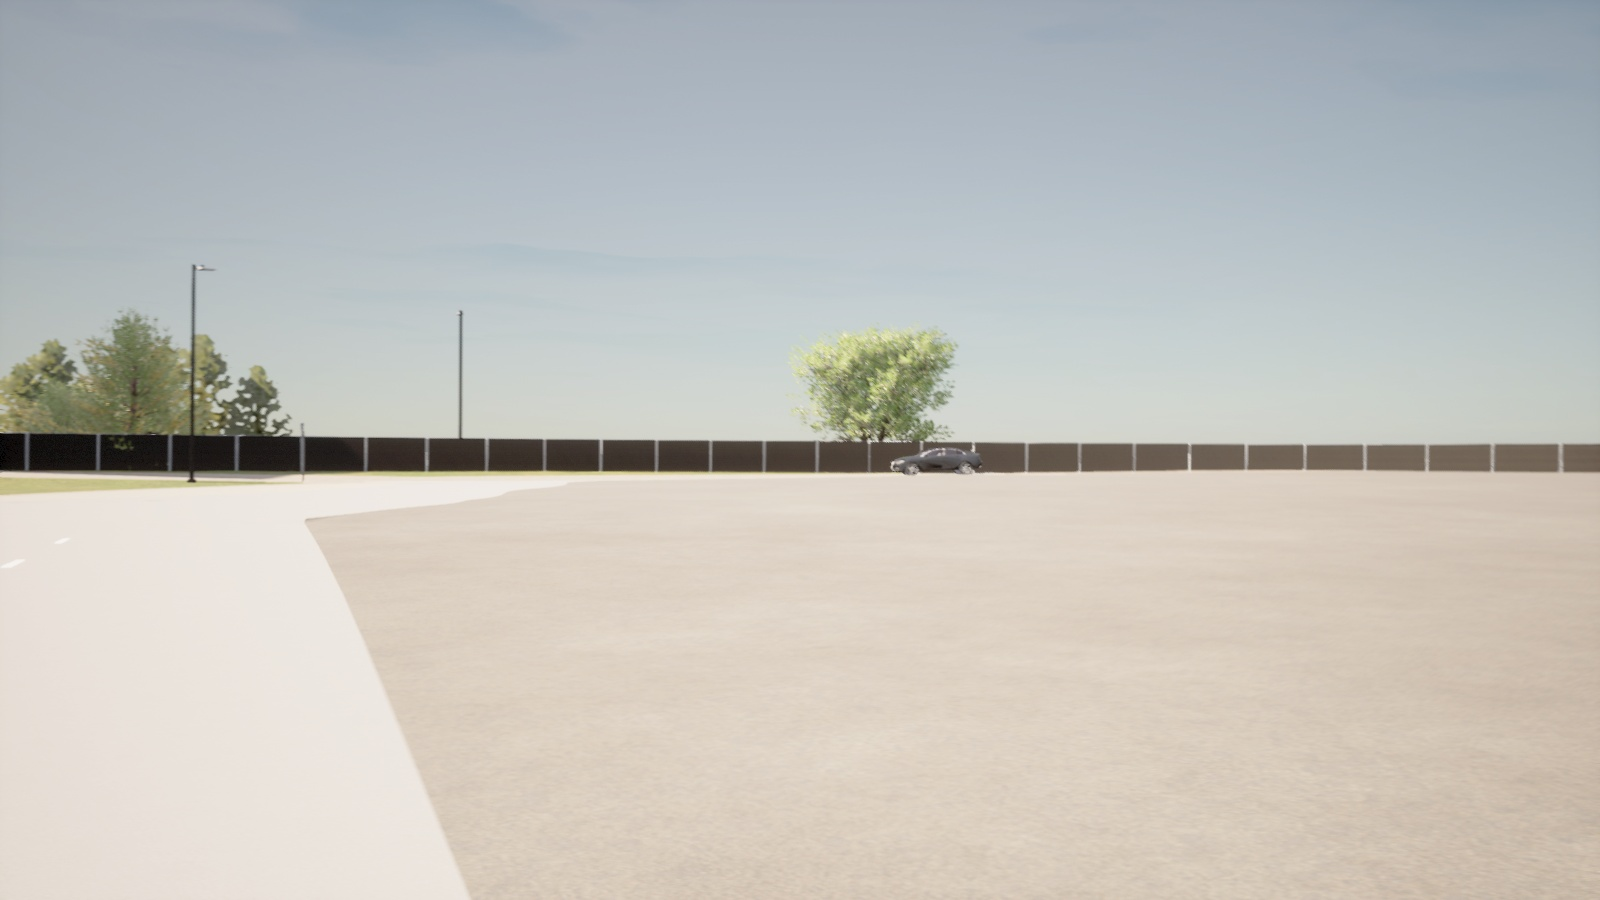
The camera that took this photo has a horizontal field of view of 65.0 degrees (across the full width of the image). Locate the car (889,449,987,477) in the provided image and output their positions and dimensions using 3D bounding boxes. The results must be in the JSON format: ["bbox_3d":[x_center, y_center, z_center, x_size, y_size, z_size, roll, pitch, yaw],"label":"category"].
[{"bbox_3d":[7.418,0.711,67.835,4.902,1.511,2.128,0,-1,-4],"label":"car"}]
